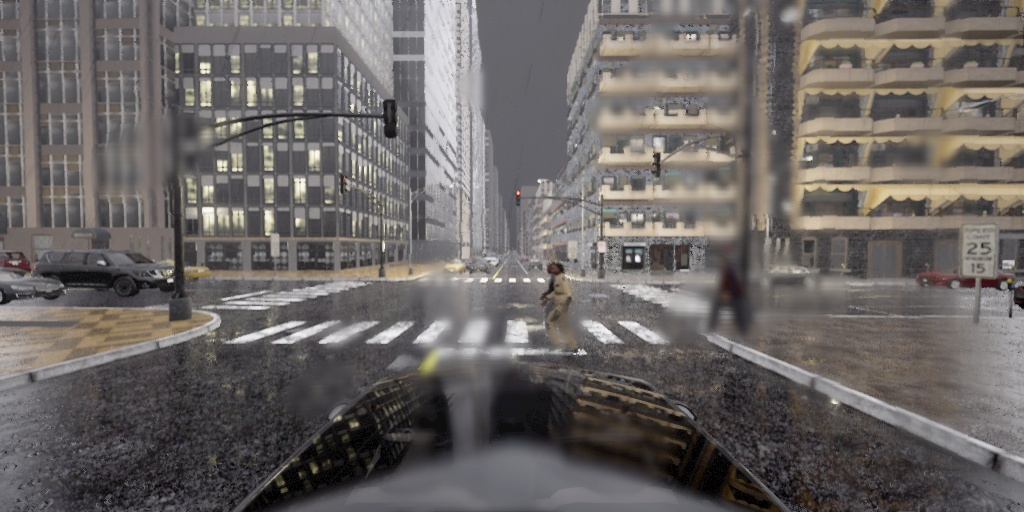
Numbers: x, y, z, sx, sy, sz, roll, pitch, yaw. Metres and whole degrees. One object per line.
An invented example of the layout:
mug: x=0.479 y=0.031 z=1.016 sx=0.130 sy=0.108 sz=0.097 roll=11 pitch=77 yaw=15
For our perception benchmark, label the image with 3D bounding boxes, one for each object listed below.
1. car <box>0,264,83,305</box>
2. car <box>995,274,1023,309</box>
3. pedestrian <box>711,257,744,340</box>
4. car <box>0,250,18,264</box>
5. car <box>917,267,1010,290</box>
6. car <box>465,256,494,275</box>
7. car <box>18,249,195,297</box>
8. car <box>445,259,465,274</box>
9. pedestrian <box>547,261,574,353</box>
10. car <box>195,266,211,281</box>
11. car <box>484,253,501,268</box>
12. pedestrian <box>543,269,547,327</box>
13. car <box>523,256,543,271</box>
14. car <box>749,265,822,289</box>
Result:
car: x=-20.288 y=1.110 z=14.049 sx=4.403 sy=1.370 sz=2.007 roll=0 pitch=0 yaw=1
car: x=21.715 y=1.487 z=13.437 sx=4.313 sy=1.339 sz=1.948 roll=0 pitch=0 yaw=1
pedestrian: x=4.603 y=0.843 z=7.663 sx=0.375 sy=1.860 sz=0.375 roll=-1 pitch=1 yaw=0
car: x=-33.616 y=0.553 z=22.583 sx=5.009 sy=1.841 sz=2.192 roll=0 pitch=0 yaw=1
car: x=27.372 y=1.310 z=21.738 sx=4.507 sy=1.381 sz=1.888 roll=0 pitch=0 yaw=1
car: x=-3.098 y=0.991 z=35.118 sx=1.837 sy=1.490 sz=4.892 roll=0 pitch=0 yaw=0
car: x=-18.479 y=0.731 z=16.561 sx=5.566 sy=2.045 sz=2.150 roll=1 pitch=1 yaw=1
car: x=-5.695 y=1.000 z=36.533 sx=1.751 sy=1.417 sz=4.829 roll=0 pitch=0 yaw=0
pedestrian: x=0.949 y=1.002 z=7.065 sx=0.375 sy=1.860 sz=0.375 roll=-1 pitch=1 yaw=0
car: x=-21.669 y=0.872 z=22.381 sx=4.829 sy=1.417 sz=1.751 roll=0 pitch=0 yaw=1
car: x=-3.090 y=0.585 z=50.891 sx=2.150 sy=2.045 sz=5.566 roll=0 pitch=0 yaw=0
pedestrian: x=0.999 y=0.992 z=8.266 sx=0.375 sy=1.860 sz=0.375 roll=-1 pitch=1 yaw=0
car: x=2.684 y=0.981 z=42.358 sx=2.007 sy=1.370 sz=4.403 roll=0 pitch=0 yaw=0
car: x=16.306 y=1.223 z=21.891 sx=4.403 sy=1.370 sz=2.007 roll=0 pitch=0 yaw=1
